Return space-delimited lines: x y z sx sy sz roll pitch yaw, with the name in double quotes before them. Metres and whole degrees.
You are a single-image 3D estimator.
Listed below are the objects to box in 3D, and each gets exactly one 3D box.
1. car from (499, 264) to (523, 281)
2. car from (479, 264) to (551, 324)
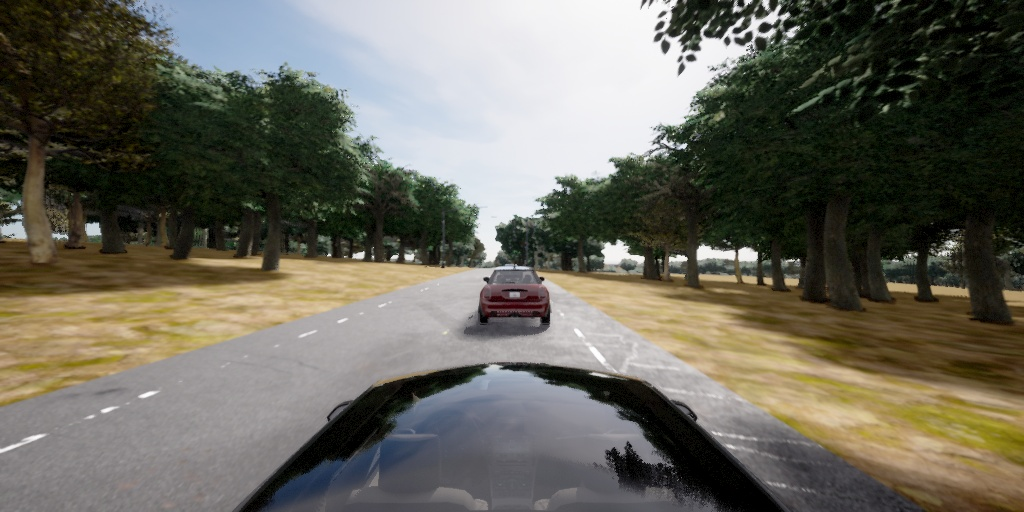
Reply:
"car" -0.076 1.428 32.160 1.994 1.385 4.181 0 -1 -1
"car" 0.071 1.115 12.212 2.097 1.767 4.553 0 0 0
